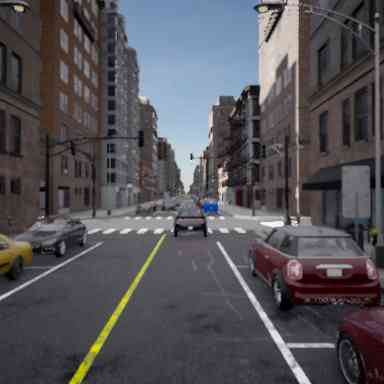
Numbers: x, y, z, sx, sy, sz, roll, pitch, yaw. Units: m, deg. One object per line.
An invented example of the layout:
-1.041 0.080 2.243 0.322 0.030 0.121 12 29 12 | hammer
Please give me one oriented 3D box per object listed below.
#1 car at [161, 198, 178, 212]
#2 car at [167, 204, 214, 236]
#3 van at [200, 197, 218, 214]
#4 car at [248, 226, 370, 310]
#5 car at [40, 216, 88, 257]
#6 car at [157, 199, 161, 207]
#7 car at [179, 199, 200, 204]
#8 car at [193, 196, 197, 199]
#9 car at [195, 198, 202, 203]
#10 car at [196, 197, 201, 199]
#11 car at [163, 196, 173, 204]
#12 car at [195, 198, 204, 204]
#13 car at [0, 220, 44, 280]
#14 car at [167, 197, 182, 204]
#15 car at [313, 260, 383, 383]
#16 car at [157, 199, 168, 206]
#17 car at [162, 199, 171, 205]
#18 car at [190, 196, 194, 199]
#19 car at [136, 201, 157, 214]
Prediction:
-3.283 1.935 46.701 1.837 1.490 4.892 0 0 0 | car
-0.093 1.670 19.581 2.128 1.511 4.902 0 -1 0 | car
2.248 1.704 40.580 1.690 1.788 3.998 0 -1 -1 | van
2.570 1.508 7.982 1.967 1.590 4.097 0 -1 -1 | car
-5.509 1.687 13.410 2.008 1.369 4.403 0 -1 -1 | car
-5.833 1.977 46.171 1.887 1.381 4.507 0 -1 -1 | car
-0.304 1.929 41.961 2.033 1.411 5.357 0 0 -1 | car
1.968 1.927 68.984 2.192 1.841 5.009 0 0 -1 | car
1.744 2.353 91.705 2.008 1.369 4.403 0 0 -1 | car
2.024 2.147 63.301 1.802 1.307 4.206 0 0 -1 | car
-6.225 2.088 85.942 2.192 1.841 5.009 0 0 -1 | car
1.856 2.147 80.344 1.967 1.590 4.097 0 0 -1 | car
-5.453 1.609 7.723 1.752 1.417 4.829 0 -1 -1 | car
-3.381 2.138 62.995 1.994 1.385 4.181 0 0 0 | car
2.624 1.600 2.462 1.802 1.307 4.206 0 -1 -1 | car
-6.056 2.196 68.897 1.947 1.339 4.313 0 0 -1 | car
-6.169 2.291 80.259 1.947 1.339 4.313 0 0 -1 | car
-0.761 2.291 78.207 1.895 1.301 4.718 0 0 -1 | car
-5.777 1.931 40.490 2.008 1.369 4.403 0 -1 -1 | car
